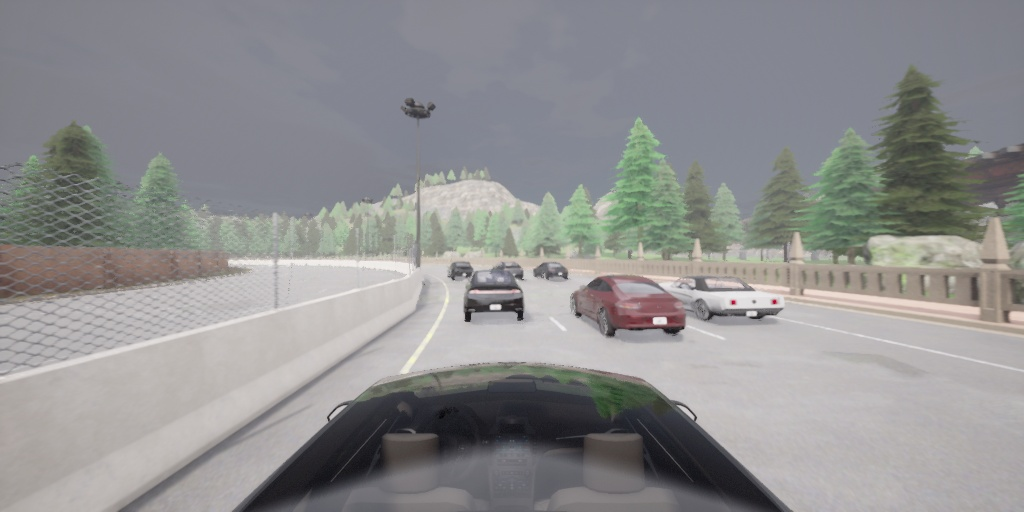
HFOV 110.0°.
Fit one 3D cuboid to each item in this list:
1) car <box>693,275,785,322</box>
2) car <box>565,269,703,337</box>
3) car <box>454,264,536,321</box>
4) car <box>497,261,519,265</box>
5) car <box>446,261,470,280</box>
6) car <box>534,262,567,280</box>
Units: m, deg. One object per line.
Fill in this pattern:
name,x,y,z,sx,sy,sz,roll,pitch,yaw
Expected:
car,6.391,1.296,12.085,1.895,1.301,4.718,0,0,-6
car,3.014,1.241,10.098,1.812,1.442,4.674,0,0,-5
car,-0.699,1.217,12.428,2.128,1.511,4.902,0,0,-6
car,-0.456,1.174,29.265,2.128,1.511,4.902,0,0,-15
car,-4.398,1.202,30.296,1.837,1.490,4.892,0,0,-16
car,3.110,1.191,29.508,1.812,1.442,4.674,0,0,-15
